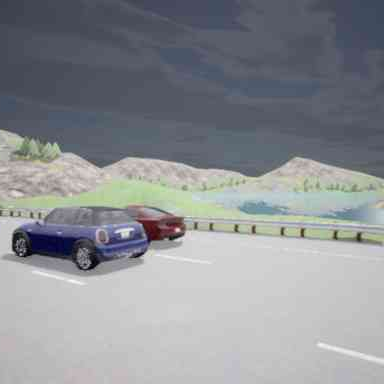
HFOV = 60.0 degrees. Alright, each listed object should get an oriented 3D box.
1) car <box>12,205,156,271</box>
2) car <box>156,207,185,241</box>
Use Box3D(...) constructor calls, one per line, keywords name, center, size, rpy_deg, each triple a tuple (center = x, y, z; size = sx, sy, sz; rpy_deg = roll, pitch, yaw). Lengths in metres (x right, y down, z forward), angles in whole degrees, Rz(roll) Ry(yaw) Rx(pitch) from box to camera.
Box3D(name="car", center=(-3.660, 1.200, 10.549), size=(4.553, 1.767, 2.097), rpy_deg=(1, 1, 33))
Box3D(name="car", center=(-2.636, 1.281, 14.061), size=(5.008, 1.535, 1.882), rpy_deg=(1, 1, 33))
